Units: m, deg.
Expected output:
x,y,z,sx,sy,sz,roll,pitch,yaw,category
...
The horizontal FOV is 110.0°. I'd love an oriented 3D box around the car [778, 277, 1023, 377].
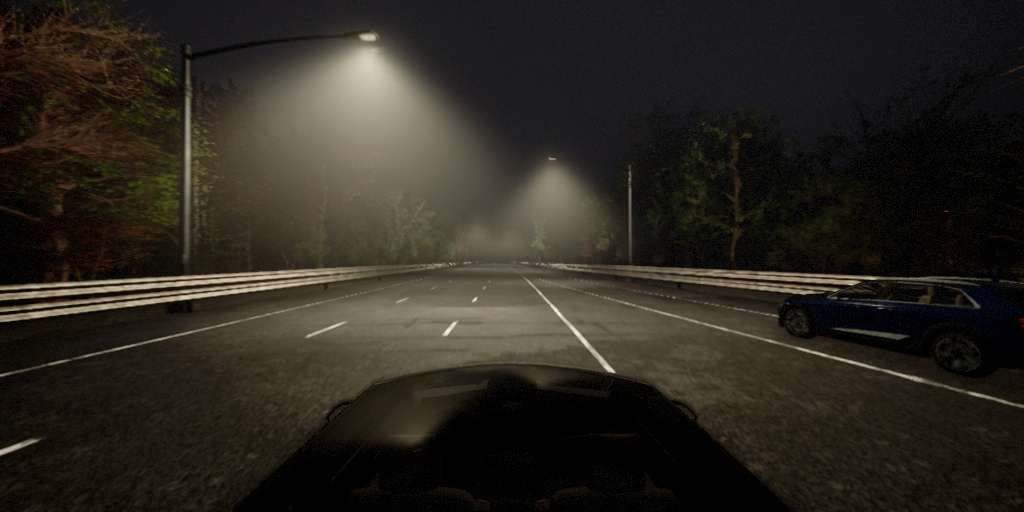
x,y,z,sx,sy,sz,roll,pitch,yaw,category
8.312,1.234,7.637,2.033,1.649,4.856,0,0,-9,car
